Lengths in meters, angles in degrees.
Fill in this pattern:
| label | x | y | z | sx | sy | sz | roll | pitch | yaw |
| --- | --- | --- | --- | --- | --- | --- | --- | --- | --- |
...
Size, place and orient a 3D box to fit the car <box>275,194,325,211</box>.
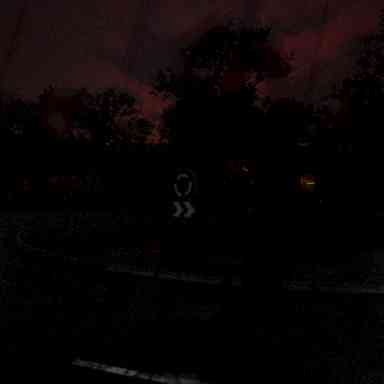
| label | x | y | z | sx | sy | sz | roll | pitch | yaw |
| --- | --- | --- | --- | --- | --- | --- | --- | --- | --- |
| car | 12.803 | 1.250 | 39.526 | 5.566 | 2.045 | 2.150 | 0 | -1 | 25 |
